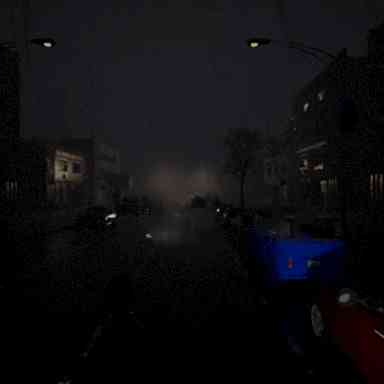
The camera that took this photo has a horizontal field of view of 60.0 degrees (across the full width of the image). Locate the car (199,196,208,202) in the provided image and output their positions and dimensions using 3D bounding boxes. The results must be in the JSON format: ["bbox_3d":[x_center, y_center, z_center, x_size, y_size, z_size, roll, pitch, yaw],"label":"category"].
[{"bbox_3d":[2.597,1.565,75.744,1.947,1.339,4.313,-1,0,0],"label":"car"}]

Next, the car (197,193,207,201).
[{"bbox_3d":[2.581,1.313,86.841,2.192,1.841,5.009,-1,0,0],"label":"car"}]

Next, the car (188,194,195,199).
[{"bbox_3d":[-0.115,1.321,95.347,1.882,1.535,5.008,0,0,0],"label":"car"}]

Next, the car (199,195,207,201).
[{"bbox_3d":[2.591,1.524,81.461,1.752,1.417,4.829,-1,0,0],"label":"car"}]

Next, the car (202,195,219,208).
[{"bbox_3d":[2.628,1.316,48.002,2.192,1.841,5.009,-1,0,0],"label":"car"}]

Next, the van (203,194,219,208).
[{"bbox_3d":[2.634,1.342,42.454,1.690,1.788,3.998,-1,0,0],"label":"van"}]

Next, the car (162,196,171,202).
[{"bbox_3d":[-5.783,1.581,75.732,1.802,1.307,4.206,-1,0,0],"label":"car"}]

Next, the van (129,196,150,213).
[{"bbox_3d":[-5.740,1.342,36.893,1.690,1.788,3.998,-1,0,0],"label":"van"}]

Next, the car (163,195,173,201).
[{"bbox_3d":[-5.791,1.549,81.280,2.008,1.369,4.403,-1,0,0],"label":"car"}]

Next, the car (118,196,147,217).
[{"bbox_3d":[-5.733,1.316,31.345,2.192,1.841,5.009,-1,0,0],"label":"car"}]

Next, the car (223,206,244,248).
[{"bbox_3d":[2.670,1.545,14.712,1.887,1.381,4.507,-1,0,0],"label":"car"}]

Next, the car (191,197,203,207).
[{"bbox_3d":[0.835,1.506,53.729,1.837,1.490,4.892,0,0,0],"label":"car"}]

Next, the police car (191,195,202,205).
[{"bbox_3d":[0.828,1.425,59.840,1.930,1.638,5.238,0,0,0],"label":"police car"}]

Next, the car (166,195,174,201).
[{"bbox_3d":[-5.797,1.580,86.829,1.802,1.307,4.206,-1,0,0],"label":"car"}]

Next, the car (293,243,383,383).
[{"bbox_3d":[2.683,1.582,3.615,1.802,1.307,4.206,-1,0,0],"label":"car"}]

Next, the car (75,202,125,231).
[{"bbox_3d":[-5.717,1.551,20.248,2.008,1.369,4.403,-1,0,0],"label":"car"}]

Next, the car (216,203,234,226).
[{"bbox_3d":[2.663,1.583,20.260,1.802,1.307,4.206,-1,0,0],"label":"car"}]

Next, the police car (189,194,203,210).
[{"bbox_3d":[0.847,1.426,43.840,1.930,1.638,5.238,0,0,0],"label":"police car"}]

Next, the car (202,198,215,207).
[{"bbox_3d":[2.623,1.582,53.551,1.802,1.307,4.206,-1,0,0],"label":"car"}]

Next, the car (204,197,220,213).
[{"bbox_3d":[2.643,1.583,36.906,1.802,1.307,4.206,-1,0,0],"label":"car"}]

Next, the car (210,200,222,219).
[{"bbox_3d":[2.657,1.583,25.809,1.802,1.307,4.206,-1,0,0],"label":"car"}]

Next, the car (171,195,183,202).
[{"bbox_3d":[-3.089,1.494,73.123,1.837,1.490,4.892,0,0,0],"label":"car"}]

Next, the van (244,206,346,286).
[{"bbox_3d":[2.674,1.342,9.164,1.690,1.788,3.998,-1,0,0],"label":"van"}]

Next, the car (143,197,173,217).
[{"bbox_3d":[-3.135,1.505,31.336,1.837,1.490,4.892,0,0,0],"label":"car"}]
